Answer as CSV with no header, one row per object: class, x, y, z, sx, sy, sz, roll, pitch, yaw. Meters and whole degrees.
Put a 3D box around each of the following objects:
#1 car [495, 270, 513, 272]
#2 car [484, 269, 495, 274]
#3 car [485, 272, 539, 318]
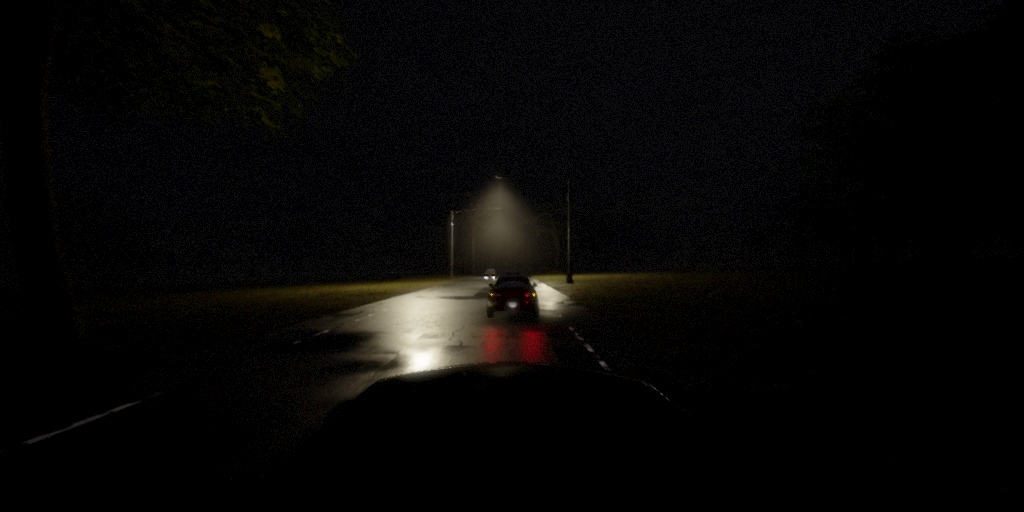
car,0.027,1.874,27.109,2.033,1.411,5.357,0,-2,1
car,-3.540,2.814,60.397,2.033,1.411,5.357,0,-2,1
car,0.046,1.499,14.045,1.812,1.442,4.674,0,-2,0
